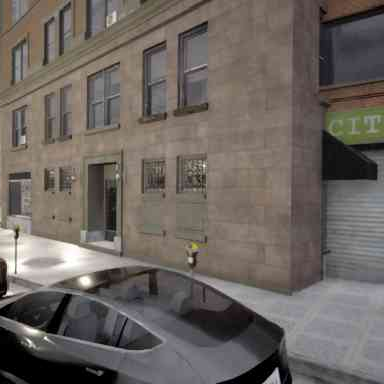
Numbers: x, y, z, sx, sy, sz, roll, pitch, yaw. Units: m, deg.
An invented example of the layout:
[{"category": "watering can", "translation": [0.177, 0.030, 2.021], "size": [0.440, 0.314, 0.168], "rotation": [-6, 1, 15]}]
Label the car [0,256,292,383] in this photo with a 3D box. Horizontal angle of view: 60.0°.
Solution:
[{"category": "car", "translation": [-1.065, 1.565, 3.831], "size": [4.313, 1.339, 1.947], "rotation": [0, 1, 35]}]
